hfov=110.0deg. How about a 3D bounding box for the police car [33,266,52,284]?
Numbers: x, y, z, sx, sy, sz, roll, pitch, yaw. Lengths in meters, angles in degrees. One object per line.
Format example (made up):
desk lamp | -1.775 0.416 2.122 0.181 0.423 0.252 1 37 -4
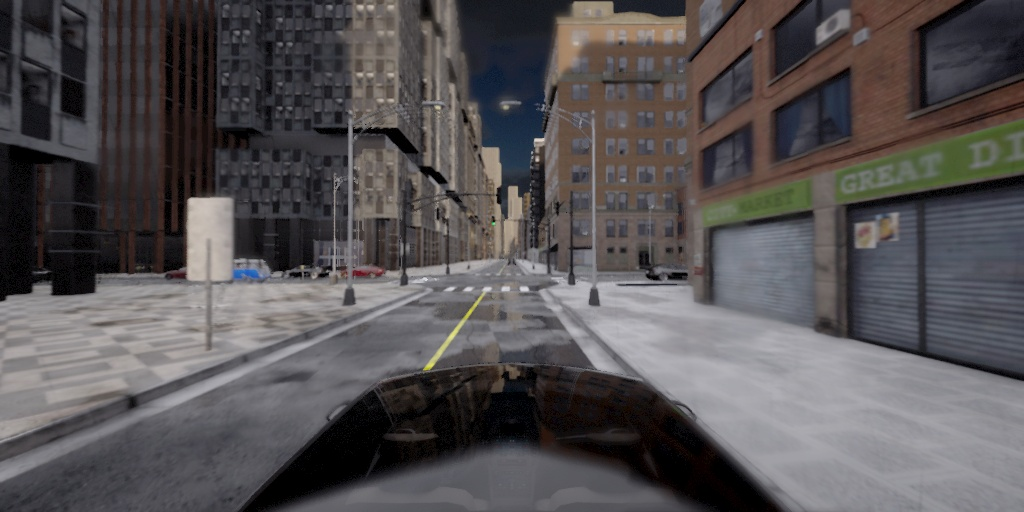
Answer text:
police car | -39.618 1.463 29.236 5.238 1.638 1.930 0 -1 0

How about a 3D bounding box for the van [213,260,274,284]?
van | -20.121 1.218 26.547 3.998 1.789 1.690 0 0 0

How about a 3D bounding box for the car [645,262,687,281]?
car | 12.103 1.210 26.526 4.313 1.339 1.948 0 0 0

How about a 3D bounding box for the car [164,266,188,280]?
car | -31.422 1.627 35.079 4.207 1.307 1.802 0 0 0

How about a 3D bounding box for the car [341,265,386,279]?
car | -14.476 1.510 35.068 4.207 1.307 1.802 0 0 0

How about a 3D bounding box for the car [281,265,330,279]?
car | -20.125 1.534 35.071 4.313 1.339 1.948 0 0 0
